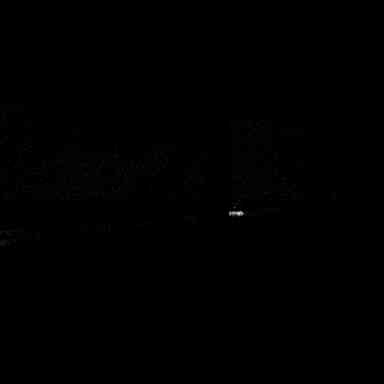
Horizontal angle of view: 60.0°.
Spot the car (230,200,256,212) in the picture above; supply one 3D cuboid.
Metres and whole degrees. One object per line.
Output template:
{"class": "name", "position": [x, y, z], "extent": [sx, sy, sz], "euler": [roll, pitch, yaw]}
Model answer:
{"class": "car", "position": [6.088, 1.623, 40.143], "extent": [1.994, 1.385, 4.181], "euler": [-2, -1, 36]}
